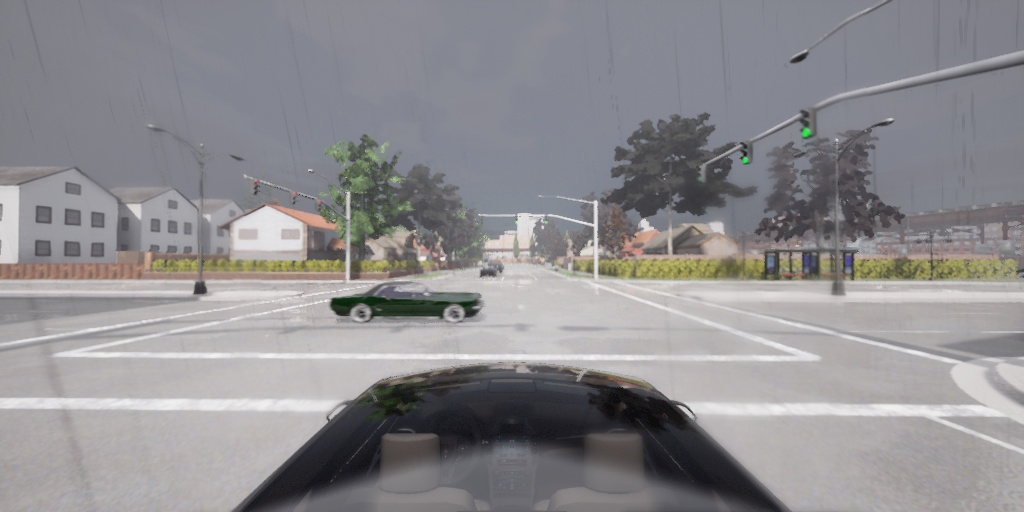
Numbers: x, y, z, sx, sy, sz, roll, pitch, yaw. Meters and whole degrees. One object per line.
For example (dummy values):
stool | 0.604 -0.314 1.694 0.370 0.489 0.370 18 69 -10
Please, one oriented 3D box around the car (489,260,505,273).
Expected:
car | -2.671 1.653 56.804 2.150 2.045 5.566 0 0 1

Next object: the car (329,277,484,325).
car | -3.295 1.502 11.914 4.718 1.301 1.895 0 -1 1

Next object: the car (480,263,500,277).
car | -2.799 1.863 43.008 1.895 1.301 4.718 0 -1 1
